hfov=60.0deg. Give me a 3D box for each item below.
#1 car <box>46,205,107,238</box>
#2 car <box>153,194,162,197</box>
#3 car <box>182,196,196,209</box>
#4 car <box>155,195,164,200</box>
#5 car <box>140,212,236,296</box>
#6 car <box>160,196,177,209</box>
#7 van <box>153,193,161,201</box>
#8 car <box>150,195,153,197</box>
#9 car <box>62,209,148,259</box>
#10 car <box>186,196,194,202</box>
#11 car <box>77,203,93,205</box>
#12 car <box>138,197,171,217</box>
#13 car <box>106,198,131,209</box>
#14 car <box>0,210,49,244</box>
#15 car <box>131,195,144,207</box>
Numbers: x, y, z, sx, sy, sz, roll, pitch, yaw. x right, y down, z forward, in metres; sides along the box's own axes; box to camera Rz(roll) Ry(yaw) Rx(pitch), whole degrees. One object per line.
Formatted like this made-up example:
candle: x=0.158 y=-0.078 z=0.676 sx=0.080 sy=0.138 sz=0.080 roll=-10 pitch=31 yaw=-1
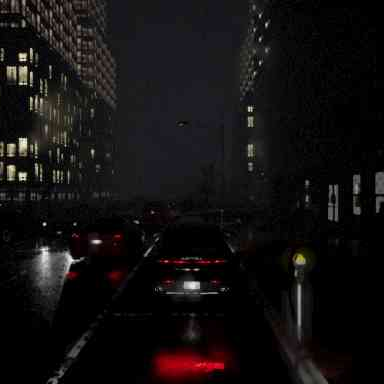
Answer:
car: x=-6.246 y=1.598 z=17.849 sx=1.895 sy=1.301 sz=4.718 roll=0 pitch=0 yaw=0
car: x=-8.832 y=1.391 z=78.413 sx=1.967 sy=1.590 sz=4.097 roll=0 pitch=0 yaw=0
car: x=-0.452 y=1.548 z=44.248 sx=1.947 sy=1.339 sz=4.313 roll=0 pitch=0 yaw=0
car: x=-8.832 y=1.504 z=89.799 sx=1.947 sy=1.339 sz=4.313 roll=0 pitch=0 yaw=0
car: x=0.000 y=1.503 z=8.649 sx=1.837 sy=1.490 sz=4.892 roll=0 pitch=0 yaw=0
car: x=-3.045 y=1.582 z=45.295 sx=1.895 sy=1.301 sz=4.718 roll=0 pitch=0 yaw=0
van: x=-8.831 y=1.286 z=84.106 sx=1.690 sy=1.788 sz=3.998 roll=0 pitch=0 yaw=0
car: x=-8.833 y=1.551 z=61.338 sx=1.802 sy=1.307 sz=4.206 roll=0 pitch=0 yaw=0
car: x=-3.045 y=1.562 z=12.595 sx=1.994 sy=1.385 sz=4.181 roll=0 pitch=0 yaw=0
car: x=-0.452 y=1.533 z=78.399 sx=1.802 sy=1.307 sz=4.206 roll=0 pitch=0 yaw=0
car: x=-8.832 y=1.575 z=27.183 sx=1.802 sy=1.307 sz=4.206 roll=0 pitch=0 yaw=0
car: x=-3.145 y=1.469 z=29.017 sx=1.882 sy=1.535 sz=5.008 roll=0 pitch=0 yaw=0
car: x=-8.833 y=1.537 z=38.569 sx=2.008 sy=1.369 sz=4.403 roll=0 pitch=0 yaw=0
car: x=-8.833 y=1.563 z=15.800 sx=1.947 sy=1.339 sz=4.313 roll=0 pitch=0 yaw=0
car: x=-8.833 y=1.523 z=49.953 sx=1.887 sy=1.381 sz=4.507 roll=0 pitch=0 yaw=0
